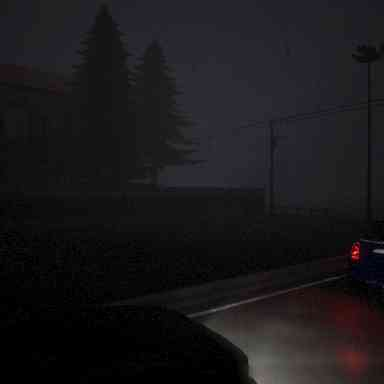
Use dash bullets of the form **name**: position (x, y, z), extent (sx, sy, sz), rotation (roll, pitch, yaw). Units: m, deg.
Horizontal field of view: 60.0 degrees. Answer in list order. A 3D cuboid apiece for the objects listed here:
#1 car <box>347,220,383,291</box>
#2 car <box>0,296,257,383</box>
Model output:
- **car**: position (5.706, 1.352, 7.825), extent (4.553, 1.767, 2.097), rotation (0, 0, -35)
- **car**: position (-1.993, 1.547, 2.305), extent (5.357, 1.411, 2.033), rotation (0, 0, -36)
